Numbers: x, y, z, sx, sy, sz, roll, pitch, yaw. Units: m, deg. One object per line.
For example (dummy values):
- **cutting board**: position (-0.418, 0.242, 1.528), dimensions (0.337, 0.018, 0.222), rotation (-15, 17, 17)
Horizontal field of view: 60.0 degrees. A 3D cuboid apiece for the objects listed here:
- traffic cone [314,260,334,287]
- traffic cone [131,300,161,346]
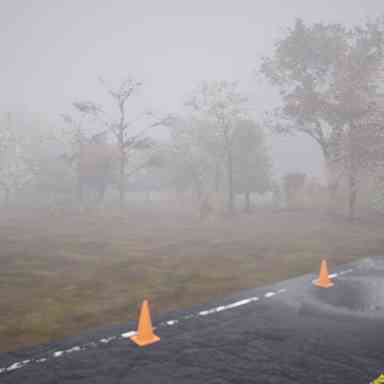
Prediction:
- **traffic cone**: position (3.215, 1.951, 8.079), dimensions (0.340, 0.580, 0.340), rotation (0, 0, -38)
- **traffic cone**: position (-0.710, 1.960, 5.095), dimensions (0.340, 0.580, 0.340), rotation (0, 0, -37)
